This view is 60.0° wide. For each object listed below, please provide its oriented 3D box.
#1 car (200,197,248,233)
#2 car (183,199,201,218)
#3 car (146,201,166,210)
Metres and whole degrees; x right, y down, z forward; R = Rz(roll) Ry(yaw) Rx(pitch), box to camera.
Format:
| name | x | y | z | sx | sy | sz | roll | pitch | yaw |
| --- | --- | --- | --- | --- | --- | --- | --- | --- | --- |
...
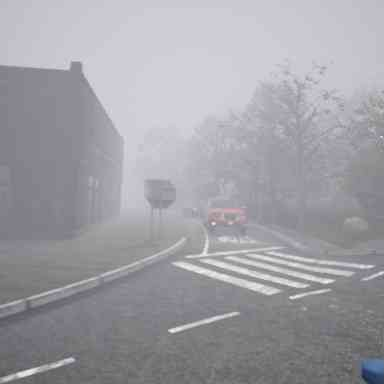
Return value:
| name | x | y | z | sx | sy | sz | roll | pitch | yaw |
| --- | --- | --- | --- | --- | --- | --- | --- | --- | --- |
| car | 2.030 | 1.389 | 21.348 | 2.150 | 2.045 | 5.566 | 2 | 0 | -3 |
| car | 0.575 | 1.602 | 32.998 | 2.097 | 1.767 | 4.553 | 2 | -1 | -14 |
| car | -5.467 | 1.785 | 50.583 | 2.097 | 1.767 | 4.553 | 3 | -2 | -24 |
